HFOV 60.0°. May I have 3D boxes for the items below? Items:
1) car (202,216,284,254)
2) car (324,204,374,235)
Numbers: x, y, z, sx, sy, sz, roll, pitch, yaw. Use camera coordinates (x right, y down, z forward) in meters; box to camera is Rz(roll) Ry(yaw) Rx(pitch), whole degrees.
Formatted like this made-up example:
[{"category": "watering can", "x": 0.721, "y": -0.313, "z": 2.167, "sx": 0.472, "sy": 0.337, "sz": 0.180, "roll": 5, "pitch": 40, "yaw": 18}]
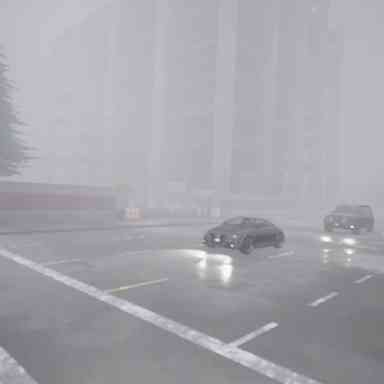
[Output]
[{"category": "car", "x": 2.378, "y": 1.801, "z": 14.728, "sx": 1.994, "sy": 1.385, "sz": 4.181, "roll": 2, "pitch": -1, "yaw": 43}, {"category": "car", "x": 11.829, "y": 1.962, "z": 24.801, "sx": 2.150, "sy": 2.045, "sz": 5.566, "roll": 2, "pitch": -1, "yaw": 43}]
